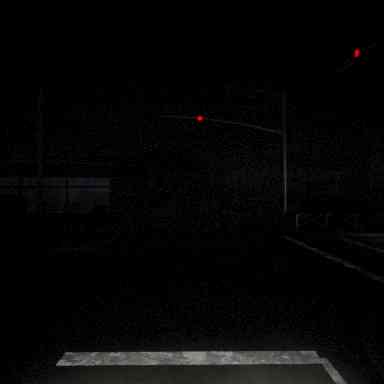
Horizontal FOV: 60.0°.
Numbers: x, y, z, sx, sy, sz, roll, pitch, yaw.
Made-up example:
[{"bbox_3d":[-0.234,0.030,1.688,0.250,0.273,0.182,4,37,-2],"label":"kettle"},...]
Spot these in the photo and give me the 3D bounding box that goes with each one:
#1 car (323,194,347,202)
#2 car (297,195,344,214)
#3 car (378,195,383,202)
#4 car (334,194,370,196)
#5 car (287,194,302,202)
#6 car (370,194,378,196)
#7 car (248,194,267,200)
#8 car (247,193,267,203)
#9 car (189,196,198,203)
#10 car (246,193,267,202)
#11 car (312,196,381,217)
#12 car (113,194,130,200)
[{"bbox_3d":[31.274,1.298,72.790,4.514,1.523,2.007,0,0,0],"label":"car"},{"bbox_3d":[12.999,1.330,31.481,5.027,1.636,2.152,0,0,0],"label":"car"},{"bbox_3d":[38.686,1.154,62.739,5.027,1.636,2.152,0,0,0],"label":"car"},{"bbox_3d":[20.626,1.320,43.357,3.633,1.501,1.845,0,0,0],"label":"car"},{"bbox_3d":[21.291,1.097,65.809,4.605,1.855,1.932,0,0,0],"label":"car"},{"bbox_3d":[38.338,1.232,69.156,3.806,1.475,1.970,0,0,0],"label":"car"},{"bbox_3d":[18.080,1.334,91.697,4.902,1.511,2.128,0,0,0],"label":"car"},{"bbox_3d":[12.812,1.361,65.738,3.806,1.475,1.970,0,0,0],"label":"car"},{"bbox_3d":[0.232,1.547,69.759,2.033,1.411,5.357,0,0,0],"label":"car"},{"bbox_3d":[13.410,1.077,69.065,3.866,1.878,1.905,0,0,0],"label":"car"},{"bbox_3d":[13.063,1.340,28.344,4.514,1.523,2.007,0,0,0],"label":"car"},{"bbox_3d":[-19.455,1.333,91.650,4.674,1.442,1.812,0,0,0],"label":"car"}]
